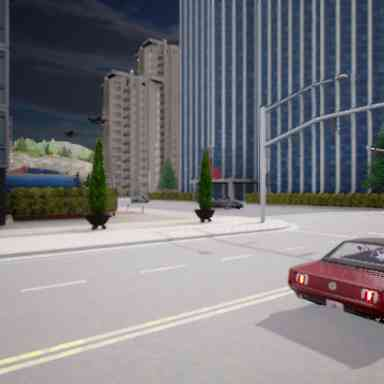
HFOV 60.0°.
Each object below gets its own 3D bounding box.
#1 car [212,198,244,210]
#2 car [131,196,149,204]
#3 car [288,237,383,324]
[{"bbox_3d":[4.235,1.530,42.513,2.033,1.411,5.357,0,0,-36],"label":"car"},{"bbox_3d":[-9.673,1.490,61.892,1.837,1.490,4.892,0,-1,-35],"label":"car"},{"bbox_3d":[4.191,1.597,6.783,4.718,1.301,1.895,0,0,-35],"label":"car"}]
